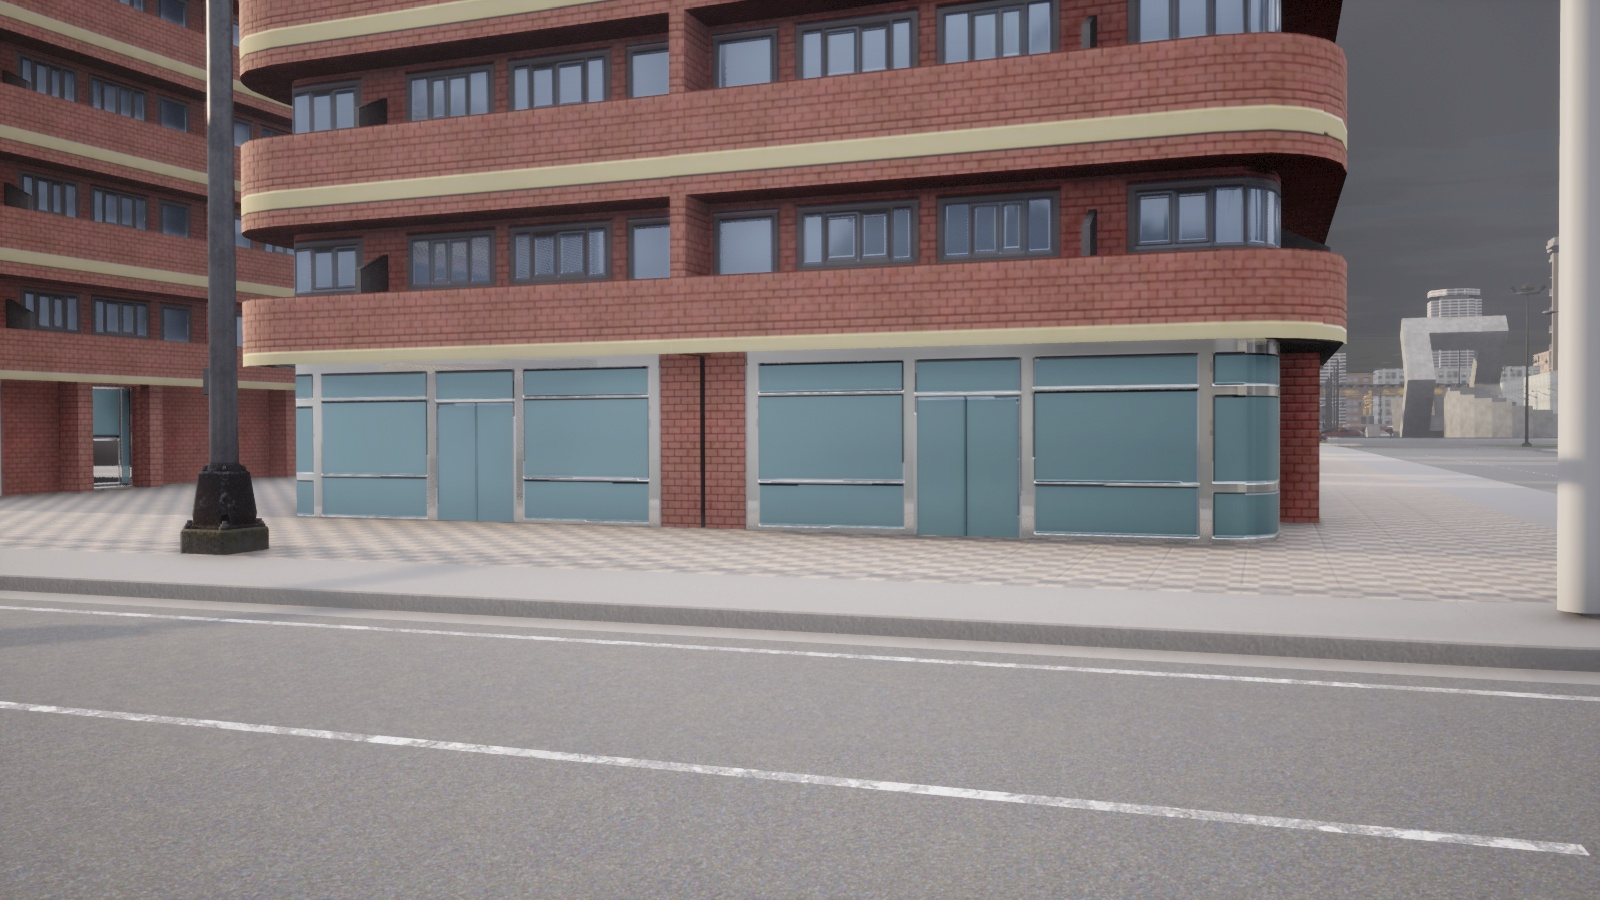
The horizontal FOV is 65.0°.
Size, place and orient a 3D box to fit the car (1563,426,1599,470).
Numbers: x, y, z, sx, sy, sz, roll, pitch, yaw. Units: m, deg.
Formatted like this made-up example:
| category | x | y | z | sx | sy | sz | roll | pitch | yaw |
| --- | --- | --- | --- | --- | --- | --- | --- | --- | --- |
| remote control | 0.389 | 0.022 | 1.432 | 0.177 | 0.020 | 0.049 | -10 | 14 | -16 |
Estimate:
| category | x | y | z | sx | sy | sz | roll | pitch | yaw |
| --- | --- | --- | --- | --- | --- | --- | --- | --- | --- |
| car | 35.277 | -0.111 | 55.378 | 1.932 | 1.855 | 4.605 | 1 | 1 | 20 |
